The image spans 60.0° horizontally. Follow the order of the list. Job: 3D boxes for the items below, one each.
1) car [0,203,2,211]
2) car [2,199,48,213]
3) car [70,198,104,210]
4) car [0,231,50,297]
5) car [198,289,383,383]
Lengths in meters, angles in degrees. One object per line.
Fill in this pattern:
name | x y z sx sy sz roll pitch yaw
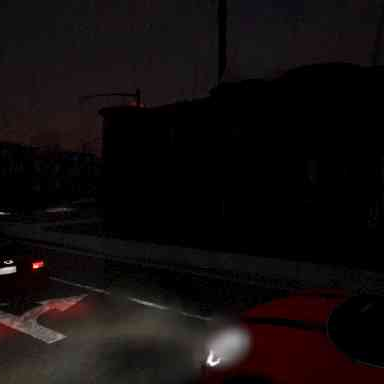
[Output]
car | -20.876 1.547 39.782 2.033 1.411 5.357 0 0 36
car | -18.362 1.564 37.273 1.994 1.385 4.181 0 0 36
car | -13.294 1.601 44.354 1.895 1.301 4.718 0 0 36
car | -5.505 1.547 7.891 5.357 1.411 2.033 0 0 37
car | 2.247 1.352 2.394 4.553 1.767 2.097 0 0 36
